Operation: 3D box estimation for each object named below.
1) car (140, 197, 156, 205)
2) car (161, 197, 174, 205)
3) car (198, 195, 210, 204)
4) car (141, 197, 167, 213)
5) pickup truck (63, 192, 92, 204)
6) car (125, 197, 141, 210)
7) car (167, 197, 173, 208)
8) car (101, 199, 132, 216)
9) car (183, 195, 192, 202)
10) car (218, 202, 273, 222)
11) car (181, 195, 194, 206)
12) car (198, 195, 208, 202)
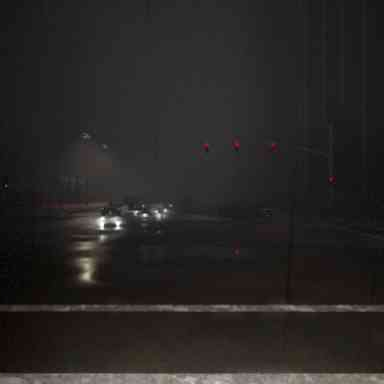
[{"bbox_3d":[-7.899,1.579,60.078,2.033,1.411,5.357,0,0,0],"label":"car"},{"bbox_3d":[-4.399,1.579,60.987,2.033,1.411,5.357,0,0,0],"label":"car"},{"bbox_3d":[2.597,1.560,65.573,1.812,1.442,4.674,0,0,-1],"label":"car"},{"bbox_3d":[-4.196,1.545,37.360,1.812,1.442,4.674,0,0,1],"label":"car"},{"bbox_3d":[-20.968,1.090,60.184,2.390,2.098,6.274,0,0,30],"label":"pickup truck"},{"bbox_3d":[-7.745,1.374,42.450,2.097,1.767,4.553,0,0,-1],"label":"car"},{"bbox_3d":[-4.293,1.516,47.387,2.128,1.511,4.902,0,0,0],"label":"car"},{"bbox_3d":[-7.640,1.618,33.218,1.895,1.301,4.718,0,0,-1],"label":"car"},{"bbox_3d":[-1.010,1.518,75.567,1.882,1.535,5.008,0,0,-1],"label":"car"},{"bbox_3d":[4.092,1.505,26.290,2.128,1.511,4.902,-1,1,-37],"label":"car"},{"bbox_3d":[-0.691,1.381,55.092,2.097,1.767,4.553,0,0,-1],"label":"car"},{"bbox_3d":[2.487,1.488,75.792,2.033,1.411,5.357,0,0,-1],"label":"car"}]
